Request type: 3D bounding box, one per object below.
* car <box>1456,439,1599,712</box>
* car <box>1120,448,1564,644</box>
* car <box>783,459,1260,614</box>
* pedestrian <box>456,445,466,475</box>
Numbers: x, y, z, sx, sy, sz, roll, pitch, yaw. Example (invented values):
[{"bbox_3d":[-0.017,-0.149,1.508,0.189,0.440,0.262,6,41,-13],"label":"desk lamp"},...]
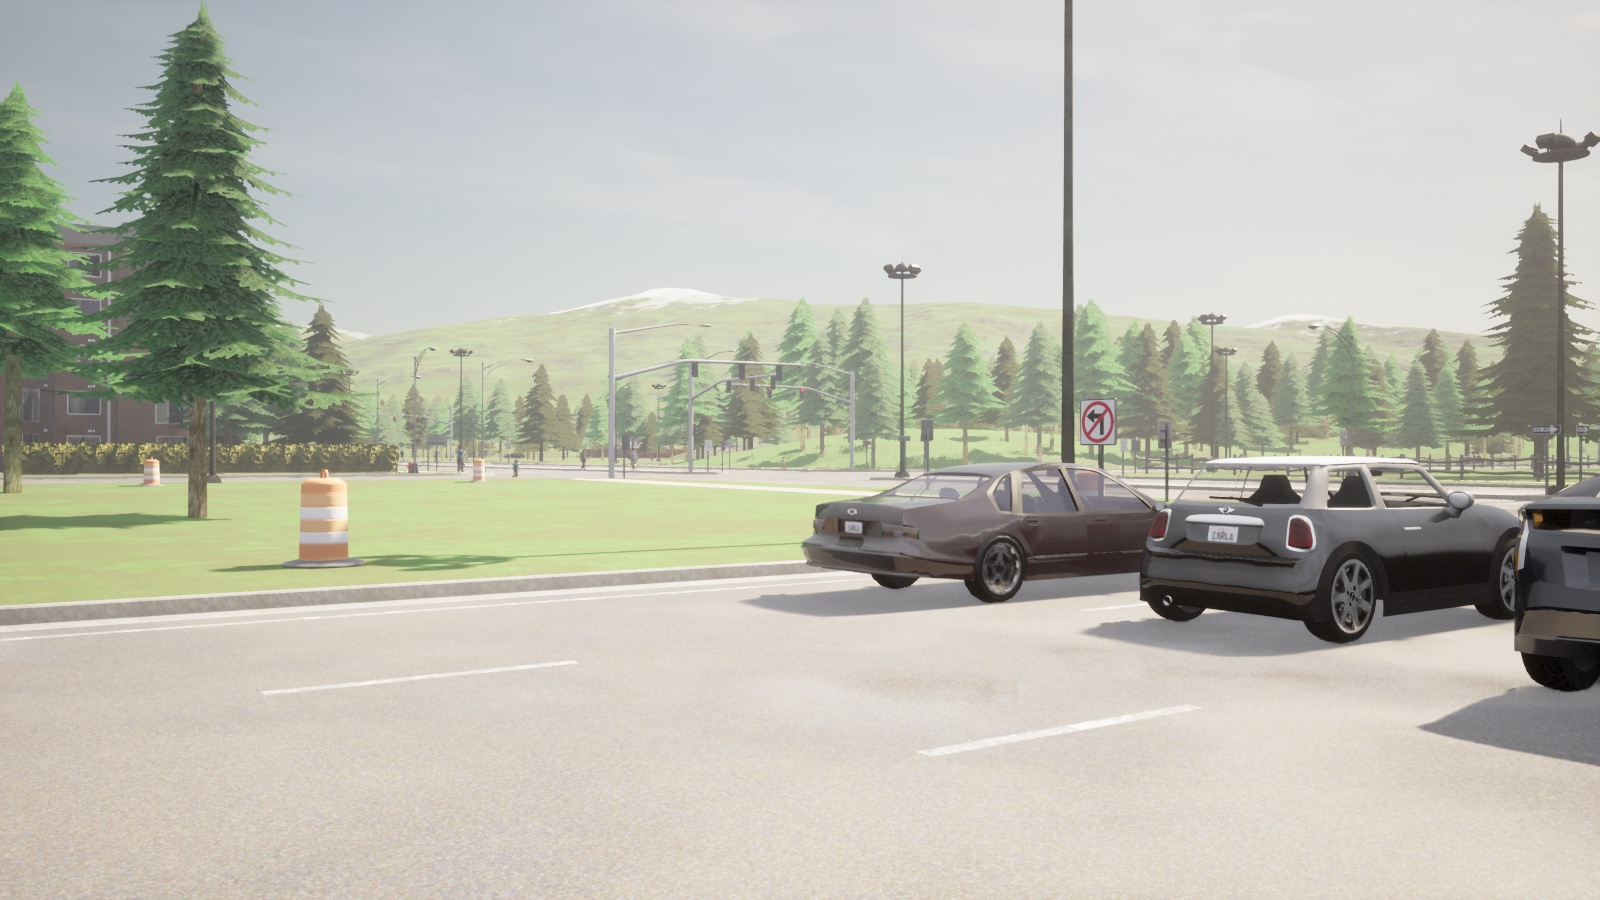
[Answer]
[{"bbox_3d":[6.432,0.698,8.136,4.514,1.525,2.007,0,0,-35],"label":"car"},{"bbox_3d":[4.955,0.728,11.371,3.806,1.475,1.970,0,0,-35],"label":"car"},{"bbox_3d":[2.600,0.820,13.997,5.357,1.411,2.033,0,0,-35],"label":"car"},{"bbox_3d":[-21.564,0.633,79.882,0.396,1.930,0.692,0,0,-32],"label":"pedestrian"}]
